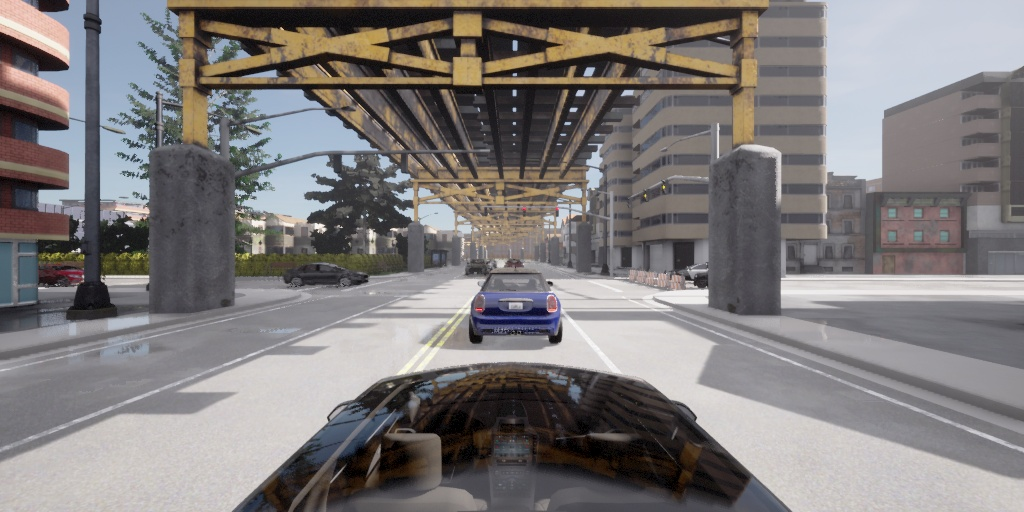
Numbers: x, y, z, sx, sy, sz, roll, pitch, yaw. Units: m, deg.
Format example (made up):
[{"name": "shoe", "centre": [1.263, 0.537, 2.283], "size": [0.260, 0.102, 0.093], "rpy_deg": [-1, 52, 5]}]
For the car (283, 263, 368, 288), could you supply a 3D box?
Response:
[{"name": "car", "centre": [-11.652, 1.204, 22.605], "size": [4.892, 1.490, 1.837], "rpy_deg": [0, 0, -3]}]

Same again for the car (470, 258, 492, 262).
[{"name": "car", "centre": [-3.503, 1.050, 36.789], "size": [2.097, 1.767, 4.553], "rpy_deg": [0, 0, 1]}]

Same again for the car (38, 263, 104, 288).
[{"name": "car", "centre": [-28.684, 1.187, 22.556], "size": [4.674, 1.442, 1.812], "rpy_deg": [0, 0, 0]}]

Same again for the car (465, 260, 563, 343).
[{"name": "car", "centre": [0.100, 1.093, 9.843], "size": [2.097, 1.767, 4.553], "rpy_deg": [0, 0, 1]}]

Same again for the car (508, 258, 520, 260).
[{"name": "car", "centre": [0.219, 1.052, 40.935], "size": [2.097, 1.767, 4.553], "rpy_deg": [0, 0, 0]}]
